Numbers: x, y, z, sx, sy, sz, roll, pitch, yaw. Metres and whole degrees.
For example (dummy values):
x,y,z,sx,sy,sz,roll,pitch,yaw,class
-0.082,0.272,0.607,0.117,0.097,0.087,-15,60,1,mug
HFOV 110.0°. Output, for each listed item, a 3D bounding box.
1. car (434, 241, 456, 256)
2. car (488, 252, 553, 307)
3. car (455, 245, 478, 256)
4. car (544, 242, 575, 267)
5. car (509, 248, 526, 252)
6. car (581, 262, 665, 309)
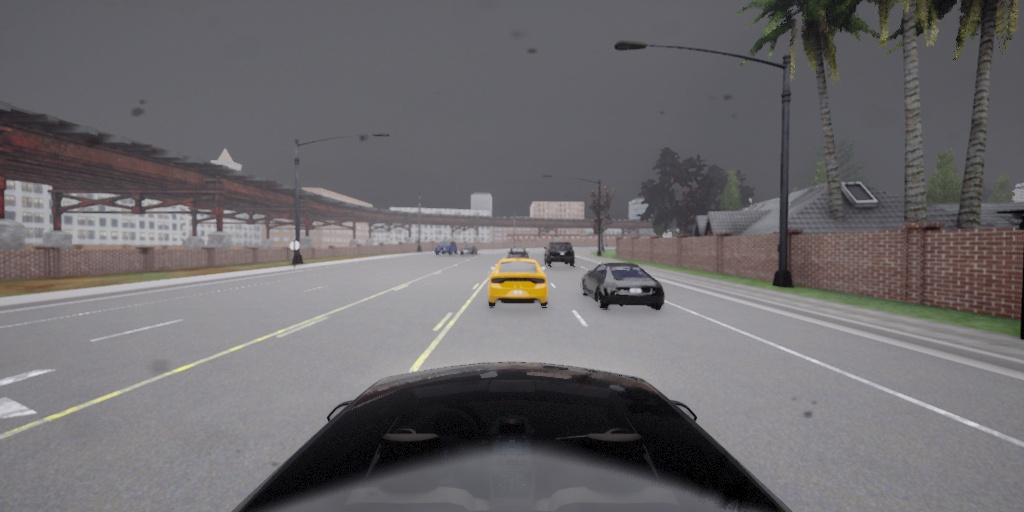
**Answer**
x,y,z,sx,sy,sz,roll,pitch,yaw,class
-9.482,-1.131,51.941,2.150,2.045,5.566,0,2,5,car
0.216,0.802,12.958,1.882,1.535,5.008,0,3,1,car
-6.057,-0.796,50.474,2.128,1.511,4.902,0,2,4,car
4.006,-0.198,30.807,2.150,2.045,5.566,0,3,1,car
0.525,0.008,32.083,2.128,1.511,4.902,0,3,1,car
3.709,0.912,12.632,1.994,1.385,4.181,0,2,1,car
